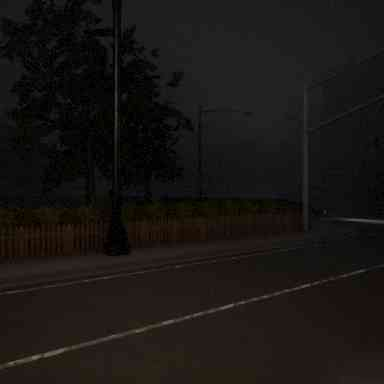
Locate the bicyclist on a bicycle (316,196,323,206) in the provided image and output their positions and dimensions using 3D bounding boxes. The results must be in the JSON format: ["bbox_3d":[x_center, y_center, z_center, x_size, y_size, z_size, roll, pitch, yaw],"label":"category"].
[{"bbox_3d":[16.101,1.303,42.071,1.656,1.620,0.582,0,0,-35],"label":"bicyclist on a bicycle"}]

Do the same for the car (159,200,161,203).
[{"bbox_3d":[-3.127,1.547,50.657,2.033,1.411,5.357,0,0,-34],"label":"car"}]

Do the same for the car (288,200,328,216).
[{"bbox_3d":[10.266,1.491,31.192,2.128,1.511,4.902,0,0,-35],"label":"car"}]
